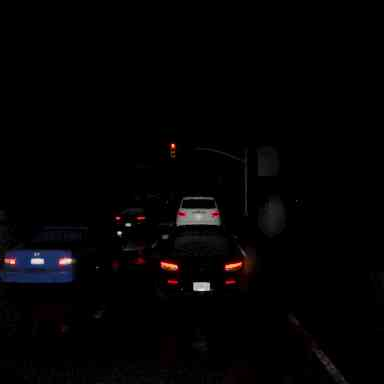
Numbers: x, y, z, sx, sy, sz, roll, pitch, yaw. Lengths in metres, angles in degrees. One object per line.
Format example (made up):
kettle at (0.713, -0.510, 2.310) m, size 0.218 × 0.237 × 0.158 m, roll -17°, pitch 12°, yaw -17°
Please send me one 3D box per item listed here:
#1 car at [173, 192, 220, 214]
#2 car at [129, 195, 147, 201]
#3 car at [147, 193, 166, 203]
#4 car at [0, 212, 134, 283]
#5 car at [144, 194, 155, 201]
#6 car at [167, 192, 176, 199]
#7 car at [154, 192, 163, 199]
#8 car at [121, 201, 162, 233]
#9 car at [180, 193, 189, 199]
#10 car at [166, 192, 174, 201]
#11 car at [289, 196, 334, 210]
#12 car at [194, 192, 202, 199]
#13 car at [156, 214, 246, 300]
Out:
car at (0.358, 1.182, 17.966) m, size 2.150 × 2.045 × 5.566 m, roll 0°, pitch 0°, yaw 1°
car at (-9.543, 1.315, 57.618) m, size 1.812 × 1.442 × 4.674 m, roll 0°, pitch 0°, yaw 1°
car at (-6.048, 1.269, 57.335) m, size 1.882 × 1.535 × 5.008 m, roll 0°, pitch 1°, yaw 1°
car at (-3.286, 1.535, 9.667) m, size 2.033 × 1.411 × 5.357 m, roll 0°, pitch 0°, yaw 1°
car at (-9.169, 1.216, 72.516) m, size 1.812 × 1.442 × 4.674 m, roll 0°, pitch 1°, yaw 1°
car at (-5.394, 0.858, 88.144) m, size 1.882 × 1.535 × 5.008 m, roll 0°, pitch 1°, yaw 1°
car at (-8.894, 0.887, 87.741) m, size 1.882 × 1.535 × 5.008 m, roll 0°, pitch 1°, yaw 1°
car at (-3.121, 1.481, 19.159) m, size 1.812 × 1.442 × 4.674 m, roll 0°, pitch 0°, yaw 3°
car at (-1.902, 0.999, 86.536) m, size 2.033 × 1.411 × 5.357 m, roll 0°, pitch 1°, yaw 1°
car at (-5.677, 1.249, 72.117) m, size 1.994 × 1.385 × 4.181 m, roll 0°, pitch 1°, yaw 1°
car at (14.558, 1.465, 40.310) m, size 4.718 × 1.301 × 1.895 m, roll 0°, pitch 0°, yaw -2°
car at (1.608, 0.806, 87.201) m, size 2.097 × 1.767 × 4.553 m, roll 0°, pitch 1°, yaw 1°
car at (0.201, 1.517, 8.230) m, size 1.812 × 1.442 × 4.674 m, roll 0°, pitch 0°, yaw 1°
